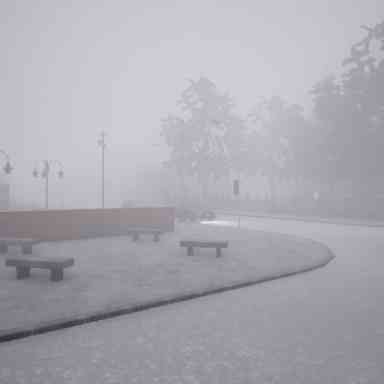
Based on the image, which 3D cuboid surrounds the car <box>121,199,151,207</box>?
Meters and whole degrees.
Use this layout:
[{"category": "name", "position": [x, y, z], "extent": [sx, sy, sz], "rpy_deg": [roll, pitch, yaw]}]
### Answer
[{"category": "car", "position": [-6.019, 1.505, 35.458], "extent": [1.837, 1.490, 4.892], "rpy_deg": [0, 0, -35]}]

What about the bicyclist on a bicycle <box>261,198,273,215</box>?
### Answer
[{"category": "bicyclist on a bicycle", "position": [7.092, 1.349, 31.482], "extent": [1.656, 1.620, 0.582], "rpy_deg": [0, 0, -35]}]

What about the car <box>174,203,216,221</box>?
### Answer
[{"category": "car", "position": [0.053, 1.564, 26.896], "extent": [1.994, 1.385, 4.181], "rpy_deg": [0, 0, -35]}]
